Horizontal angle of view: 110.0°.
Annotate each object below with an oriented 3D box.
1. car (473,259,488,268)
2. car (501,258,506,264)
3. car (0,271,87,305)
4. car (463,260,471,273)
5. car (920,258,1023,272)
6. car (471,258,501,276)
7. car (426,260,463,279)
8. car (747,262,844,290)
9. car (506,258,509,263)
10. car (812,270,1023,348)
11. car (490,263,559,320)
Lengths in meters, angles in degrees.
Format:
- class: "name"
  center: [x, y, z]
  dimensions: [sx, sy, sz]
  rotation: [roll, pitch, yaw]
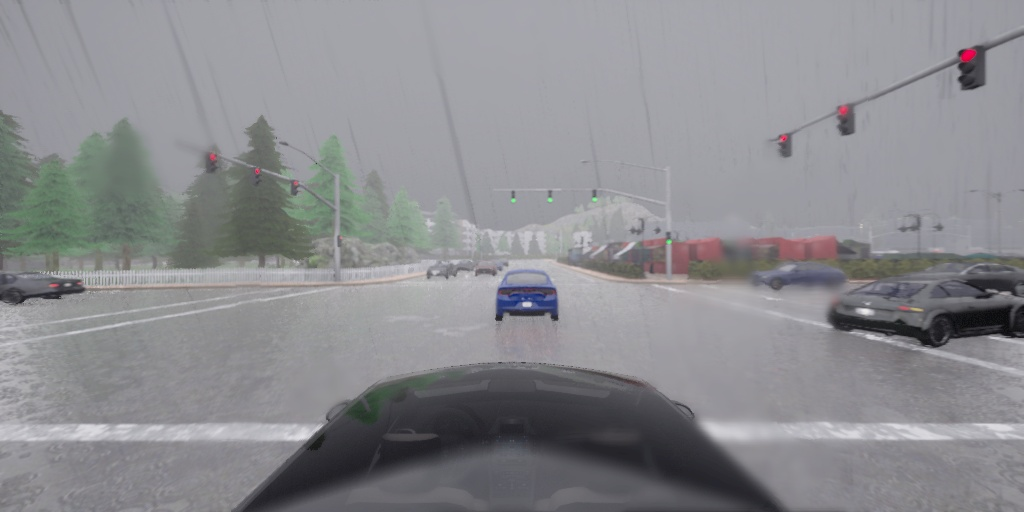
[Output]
- class: "car"
  center: [-5.155, 1.186, 59.139]
  dimensions: [1.994, 1.385, 4.181]
  rotation: [0, 0, 3]
- class: "car"
  center: [-2.146, 1.120, 44.982]
  dimensions: [1.882, 1.535, 5.008]
  rotation: [0, 0, 2]
- class: "car"
  center: [-22.294, 1.356, 15.437]
  dimensions: [5.357, 1.411, 2.033]
  rotation: [0, 0, -14]
- class: "car"
  center: [-5.719, 1.219, 43.186]
  dimensions: [2.033, 1.411, 5.357]
  rotation: [0, 0, 1]
- class: "car"
  center: [19.935, 1.009, 15.864]
  dimensions: [4.902, 1.511, 2.128]
  rotation: [0, 0, 1]
- class: "car"
  center: [-2.464, 1.149, 35.386]
  dimensions: [1.882, 1.535, 5.008]
  rotation: [0, 0, 2]
- class: "car"
  center: [-6.093, 1.199, 31.651]
  dimensions: [2.128, 1.511, 4.902]
  rotation: [0, 0, 4]
- class: "car"
  center: [15.396, 1.065, 19.480]
  dimensions: [4.674, 1.442, 1.812]
  rotation: [-1, 0, 2]
- class: "car"
  center: [-1.546, 1.068, 61.753]
  dimensions: [1.882, 1.535, 5.008]
  rotation: [0, 0, 2]
- class: "car"
  center: [9.965, 1.192, 8.627]
  dimensions: [4.181, 1.385, 1.994]
  rotation: [-1, 0, -14]
- class: "car"
  center: [0.498, 1.185, 12.396]
  dimensions: [1.882, 1.535, 5.008]
  rotation: [0, 0, 2]
